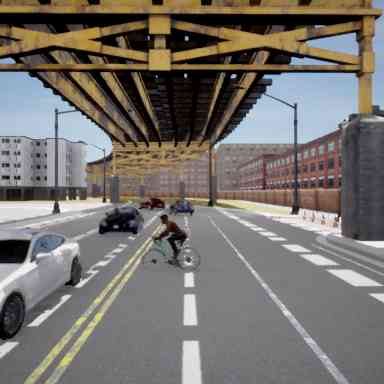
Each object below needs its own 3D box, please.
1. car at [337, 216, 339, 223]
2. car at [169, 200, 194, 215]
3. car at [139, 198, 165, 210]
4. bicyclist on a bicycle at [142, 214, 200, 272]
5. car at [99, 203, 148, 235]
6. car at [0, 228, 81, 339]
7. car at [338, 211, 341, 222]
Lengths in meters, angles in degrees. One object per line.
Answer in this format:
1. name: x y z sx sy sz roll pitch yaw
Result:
1. car: 12.025 1.453 21.278 4.974 1.542 2.038 0 0 29
2. car: -1.084 1.547 33.521 2.033 1.411 5.357 0 0 -11
3. car: -5.252 1.478 43.181 1.882 1.535 5.008 0 0 -31
4. bicyclist on a bicycle: -0.603 1.454 9.395 1.656 1.620 0.582 -2 0 -1
5. car: -3.863 1.563 18.726 1.994 1.385 4.181 0 0 -1
6. car: -3.669 1.526 6.704 1.812 1.442 4.674 0 0 -1
7. car: 12.070 1.295 21.253 4.536 1.218 1.853 0 0 29
